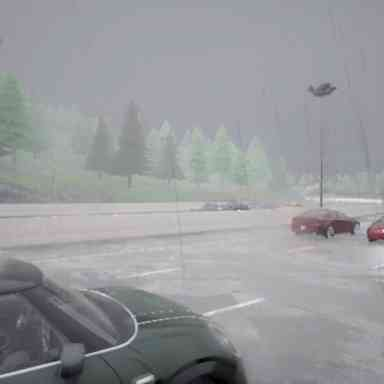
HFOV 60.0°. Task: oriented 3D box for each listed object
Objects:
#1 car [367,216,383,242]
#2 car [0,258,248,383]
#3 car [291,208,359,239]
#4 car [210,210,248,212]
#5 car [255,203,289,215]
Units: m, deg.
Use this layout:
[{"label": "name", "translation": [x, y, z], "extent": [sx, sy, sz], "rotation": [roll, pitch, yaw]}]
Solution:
[{"label": "car", "translation": [10.513, 1.799, 16.690], "extent": [4.181, 1.385, 1.994], "rotation": [1, -1, -41]}, {"label": "car", "translation": [-1.675, 1.361, 2.651], "extent": [4.553, 1.767, 2.097], "rotation": [1, -1, -35]}, {"label": "car", "translation": [7.641, 1.708, 18.824], "extent": [5.008, 1.535, 1.882], "rotation": [1, -1, -40]}, {"label": "car", "translation": [4.904, 1.889, 40.194], "extent": [4.902, 1.511, 2.128], "rotation": [1, -1, -44]}, {"label": "car", "translation": [9.643, 1.999, 39.957], "extent": [4.181, 1.385, 1.994], "rotation": [1, -1, -45]}]
